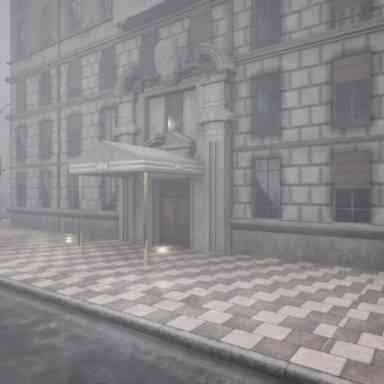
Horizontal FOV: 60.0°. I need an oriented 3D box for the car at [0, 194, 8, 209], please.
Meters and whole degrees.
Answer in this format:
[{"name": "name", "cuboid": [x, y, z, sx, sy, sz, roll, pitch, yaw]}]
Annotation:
[{"name": "car", "cuboid": [-26.766, 1.221, 42.717, 2.150, 2.045, 5.566, 0, 0, 35]}]
